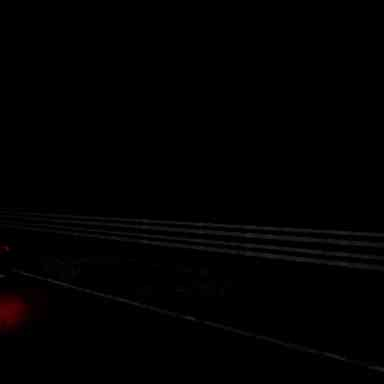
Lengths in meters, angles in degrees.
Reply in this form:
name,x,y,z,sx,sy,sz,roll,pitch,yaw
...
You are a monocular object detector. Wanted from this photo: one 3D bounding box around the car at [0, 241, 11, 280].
name,x,y,z,sx,sy,sz,roll,pitch,yaw
car,-6.771,1.568,8.910,5.008,1.535,1.882,0,0,37
